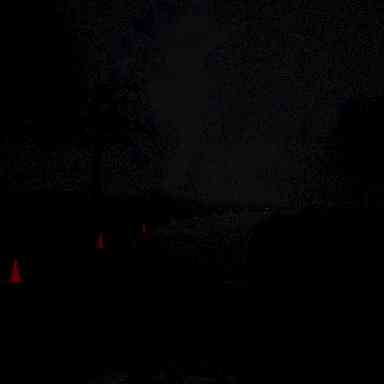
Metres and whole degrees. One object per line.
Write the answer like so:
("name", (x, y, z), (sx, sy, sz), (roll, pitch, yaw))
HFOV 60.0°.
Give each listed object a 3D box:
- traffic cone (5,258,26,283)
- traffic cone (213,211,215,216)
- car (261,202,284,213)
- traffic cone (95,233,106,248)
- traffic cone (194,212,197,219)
("traffic cone", (-4.412, 1.941, 8.312), (0.340, 0.580, 0.340), (0, 0, 6))
("traffic cone", (2.197, 2.094, 33.173), (0.340, 0.580, 0.340), (0, -1, 23))
("car", (10.745, 2.036, 44.389), (1.994, 1.385, 4.181), (-1, -2, 32))
("traffic cone", (-3.692, 1.941, 13.424), (0.340, 0.580, 0.340), (0, 0, 10))
("traffic cone", (0.283, 2.015, 28.378), (0.340, 0.580, 0.340), (0, -1, 20))
